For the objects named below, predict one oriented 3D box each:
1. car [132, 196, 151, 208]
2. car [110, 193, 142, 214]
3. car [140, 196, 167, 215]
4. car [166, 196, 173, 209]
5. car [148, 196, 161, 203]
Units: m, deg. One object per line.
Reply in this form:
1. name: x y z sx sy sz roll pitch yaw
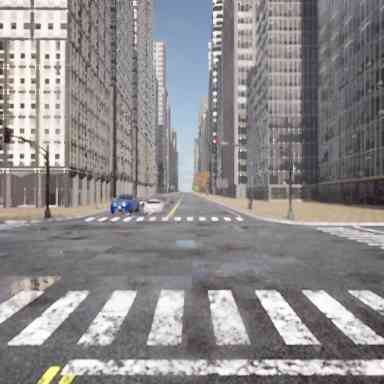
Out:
1. car: -7.342 1.435 49.187 2.128 1.511 4.902 0 0 -1
2. car: -7.116 1.182 35.688 2.150 2.045 5.566 0 0 2
3. car: -3.840 1.490 34.005 1.812 1.442 4.674 0 0 -2
4. car: -4.019 1.303 43.832 2.097 1.767 4.553 0 0 -1
5. car: -7.578 1.457 67.530 2.033 1.411 5.357 0 0 -1
